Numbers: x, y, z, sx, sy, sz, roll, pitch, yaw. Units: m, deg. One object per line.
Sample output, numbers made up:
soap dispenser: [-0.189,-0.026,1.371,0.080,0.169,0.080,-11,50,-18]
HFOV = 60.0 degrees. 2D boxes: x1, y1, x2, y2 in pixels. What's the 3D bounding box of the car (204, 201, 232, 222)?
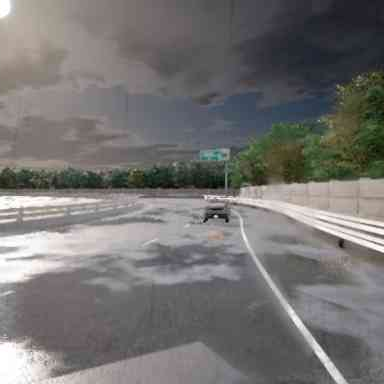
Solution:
car: [2.023,1.505,26.137,1.837,1.490,4.892,1,0,8]
